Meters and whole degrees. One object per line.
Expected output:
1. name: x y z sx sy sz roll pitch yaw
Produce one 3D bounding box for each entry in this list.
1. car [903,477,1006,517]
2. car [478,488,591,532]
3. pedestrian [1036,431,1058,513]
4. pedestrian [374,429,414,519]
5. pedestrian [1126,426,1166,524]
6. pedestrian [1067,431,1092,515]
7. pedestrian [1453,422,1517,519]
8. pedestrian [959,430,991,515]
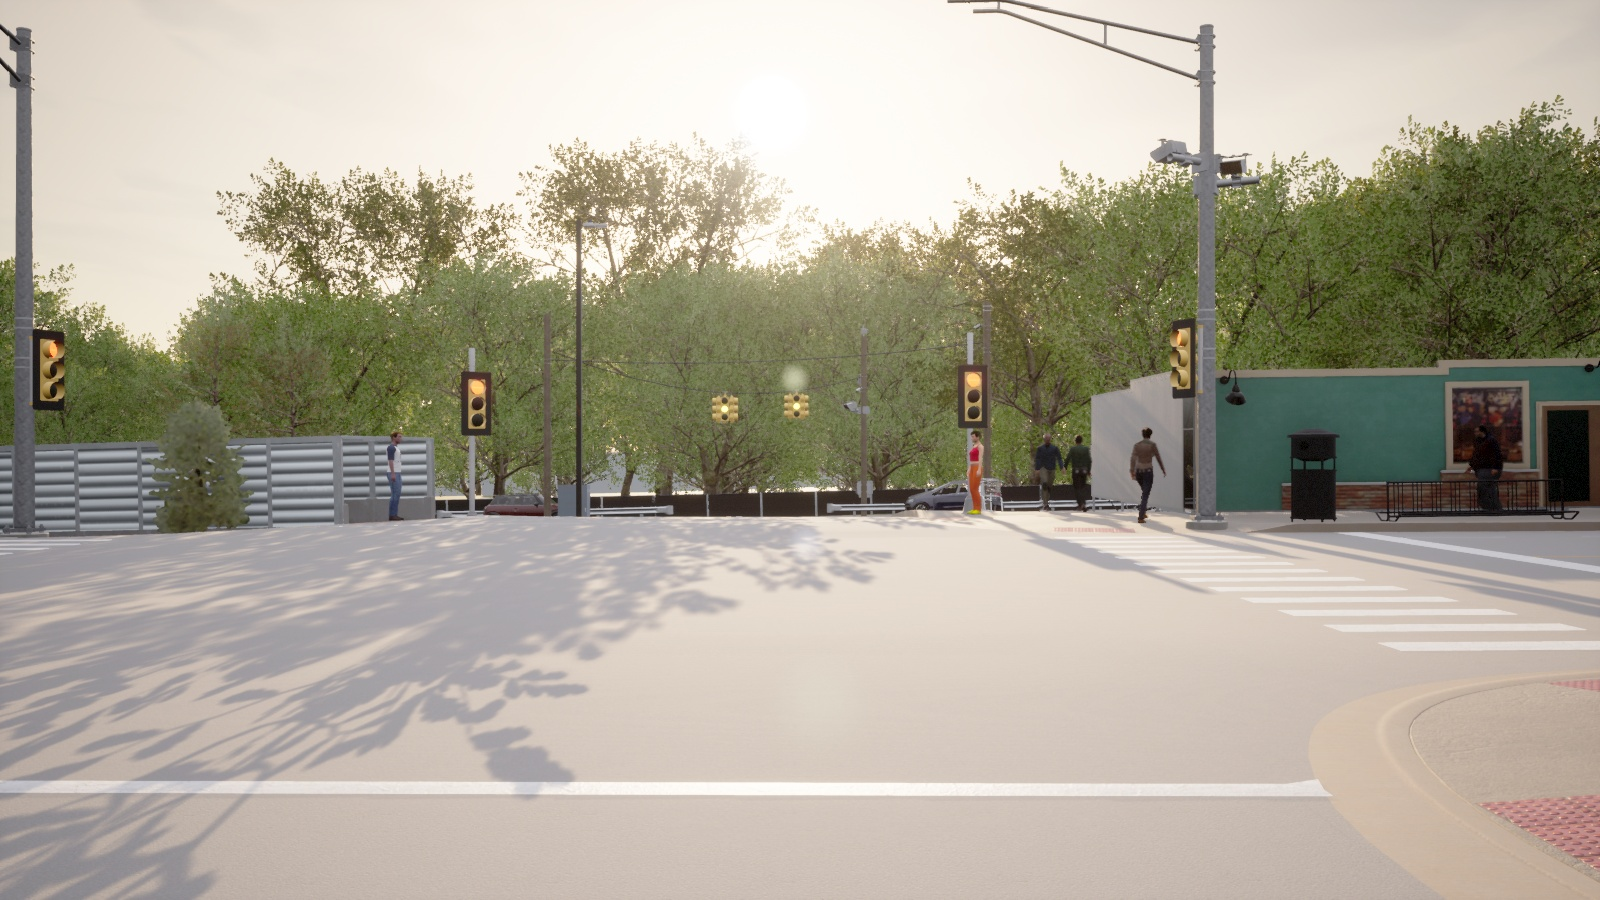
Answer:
1. car: 7.190 2.190 58.496 4.611 1.667 2.242 -2 0 8
2. car: -12.076 2.724 57.305 4.553 1.767 2.097 -2 0 6
3. pedestrian: 5.673 0.498 28.862 0.402 1.842 0.726 0 0 3
4. pedestrian: -8.323 0.494 25.762 0.706 1.836 0.354 0 0 1
5. pedestrian: 6.531 0.467 23.673 0.869 1.805 0.328 0 0 -45
6. pedestrian: 6.555 0.526 29.475 0.423 1.949 0.788 0 0 0
7. pedestrian: 13.212 0.387 24.222 0.899 1.844 0.634 0 0 4
8. pedestrian: 3.815 0.483 27.394 0.594 1.836 0.345 0 0 -15
